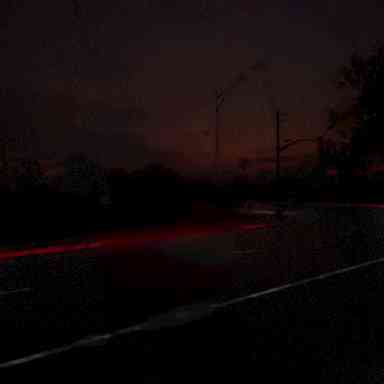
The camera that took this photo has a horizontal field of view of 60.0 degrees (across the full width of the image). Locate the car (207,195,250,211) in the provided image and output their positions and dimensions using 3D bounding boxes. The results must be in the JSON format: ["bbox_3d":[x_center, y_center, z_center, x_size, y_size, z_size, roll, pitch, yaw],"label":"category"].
[{"bbox_3d":[3.577,1.072,32.946,2.128,1.511,4.902,-2,2,-38],"label":"car"}]
